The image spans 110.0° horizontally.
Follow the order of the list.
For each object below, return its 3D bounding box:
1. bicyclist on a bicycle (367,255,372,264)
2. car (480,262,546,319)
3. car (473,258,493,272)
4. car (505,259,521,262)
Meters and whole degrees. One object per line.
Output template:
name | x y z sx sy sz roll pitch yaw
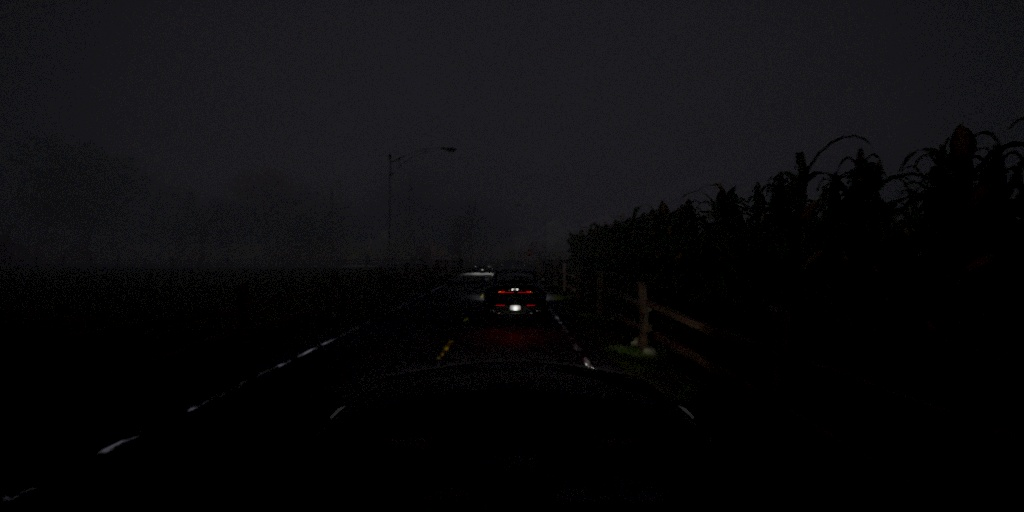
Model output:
bicyclist on a bicycle | -22.430 0.598 56.380 0.582 1.620 1.656 0 1 1
car | 0.098 1.140 12.215 1.837 1.490 4.892 0 1 0
car | -2.789 0.892 36.713 2.033 1.411 5.357 0 1 1
car | 0.096 0.984 29.019 2.033 1.411 5.357 0 1 0
